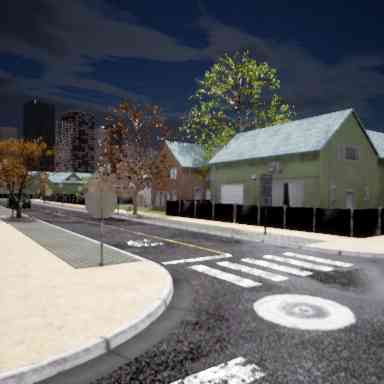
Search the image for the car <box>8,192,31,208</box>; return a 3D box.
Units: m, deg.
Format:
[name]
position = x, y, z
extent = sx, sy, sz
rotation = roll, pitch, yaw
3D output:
[car]
position = -22.750, 1.071, 43.827
extent = 2.150, 2.045, 5.566
rotation = 1, 0, -35
